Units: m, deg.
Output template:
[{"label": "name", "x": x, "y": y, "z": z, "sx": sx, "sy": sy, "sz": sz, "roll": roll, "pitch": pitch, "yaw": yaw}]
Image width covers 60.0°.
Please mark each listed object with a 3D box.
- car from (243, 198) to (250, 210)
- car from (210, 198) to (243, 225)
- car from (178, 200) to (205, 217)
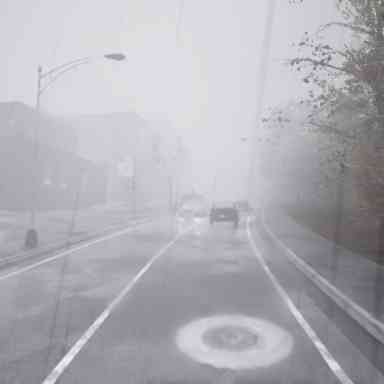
[{"label": "car", "x": 6.096, "y": 1.408, "z": 41.092, "sx": 1.812, "sy": 1.442, "sz": 4.674, "roll": -1, "pitch": 0, "yaw": 13}, {"label": "car", "x": 2.410, "y": 1.414, "z": 23.809, "sx": 1.882, "sy": 1.535, "sz": 5.008, "roll": -1, "pitch": 0, "yaw": 10}, {"label": "car", "x": 0.057, "y": 1.506, "z": 31.096, "sx": 1.812, "sy": 1.442, "sz": 4.674, "roll": -1, "pitch": 0, "yaw": 12}]
